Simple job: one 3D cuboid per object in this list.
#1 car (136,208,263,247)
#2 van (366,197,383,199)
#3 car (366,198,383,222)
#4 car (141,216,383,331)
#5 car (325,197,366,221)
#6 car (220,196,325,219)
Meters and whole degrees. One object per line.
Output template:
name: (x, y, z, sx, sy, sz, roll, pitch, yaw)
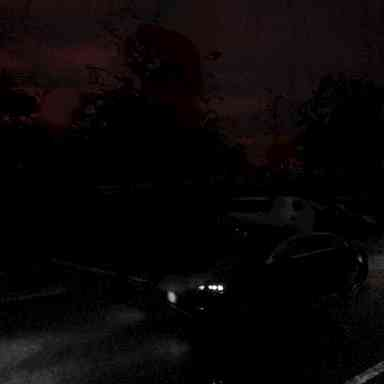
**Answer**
car: (-0.040, 1.498, 12.805, 4.792, 1.488, 2.163, -1, 0, 36)
van: (9.918, 1.260, 19.619, 4.442, 1.987, 1.878, -1, 0, 36)
car: (7.486, 1.355, 17.890, 4.553, 1.767, 2.185, -1, -1, 36)
car: (1.704, 1.486, 6.896, 4.902, 1.511, 2.128, 0, 0, -34)
car: (5.028, 1.225, 16.172, 5.566, 2.045, 2.435, -1, -1, 36)
car: (2.467, 1.221, 14.497, 5.566, 2.045, 2.435, -1, 0, 36)
